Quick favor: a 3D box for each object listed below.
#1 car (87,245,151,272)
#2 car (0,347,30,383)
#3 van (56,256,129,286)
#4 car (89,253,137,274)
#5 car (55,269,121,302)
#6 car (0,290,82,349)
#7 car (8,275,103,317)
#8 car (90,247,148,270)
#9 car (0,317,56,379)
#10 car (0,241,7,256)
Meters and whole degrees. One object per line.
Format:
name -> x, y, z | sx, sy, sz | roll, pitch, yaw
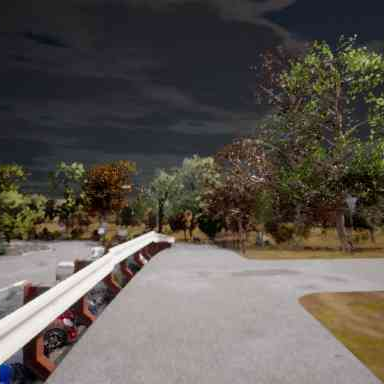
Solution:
car -> -6.931, 6.209, 31.373 | 5.566, 2.045, 2.435 | 2, -4, -20
car -> -6.853, 4.626, 7.241 | 5.566, 2.045, 2.435 | 2, -4, -20
van -> -6.817, 5.645, 22.350 | 4.442, 1.987, 1.878 | 2, -4, -20
car -> -6.902, 5.939, 25.320 | 4.553, 1.767, 2.185 | 2, -4, -20
car -> -6.911, 5.669, 19.274 | 4.892, 1.521, 2.231 | 2, -4, -20
car -> -6.929, 5.146, 13.245 | 4.553, 1.767, 2.185 | 2, -4, -20
car -> -6.946, 5.345, 16.268 | 4.553, 1.767, 2.185 | 2, -4, -20
car -> -6.963, 6.008, 28.320 | 5.566, 2.045, 2.435 | 2, -4, -20
car -> -6.923, 5.103, 10.218 | 4.792, 1.488, 2.163 | 2, -4, -20
car -> -23.942, 6.600, 37.367 | 5.566, 2.045, 2.435 | 1, -4, -20
